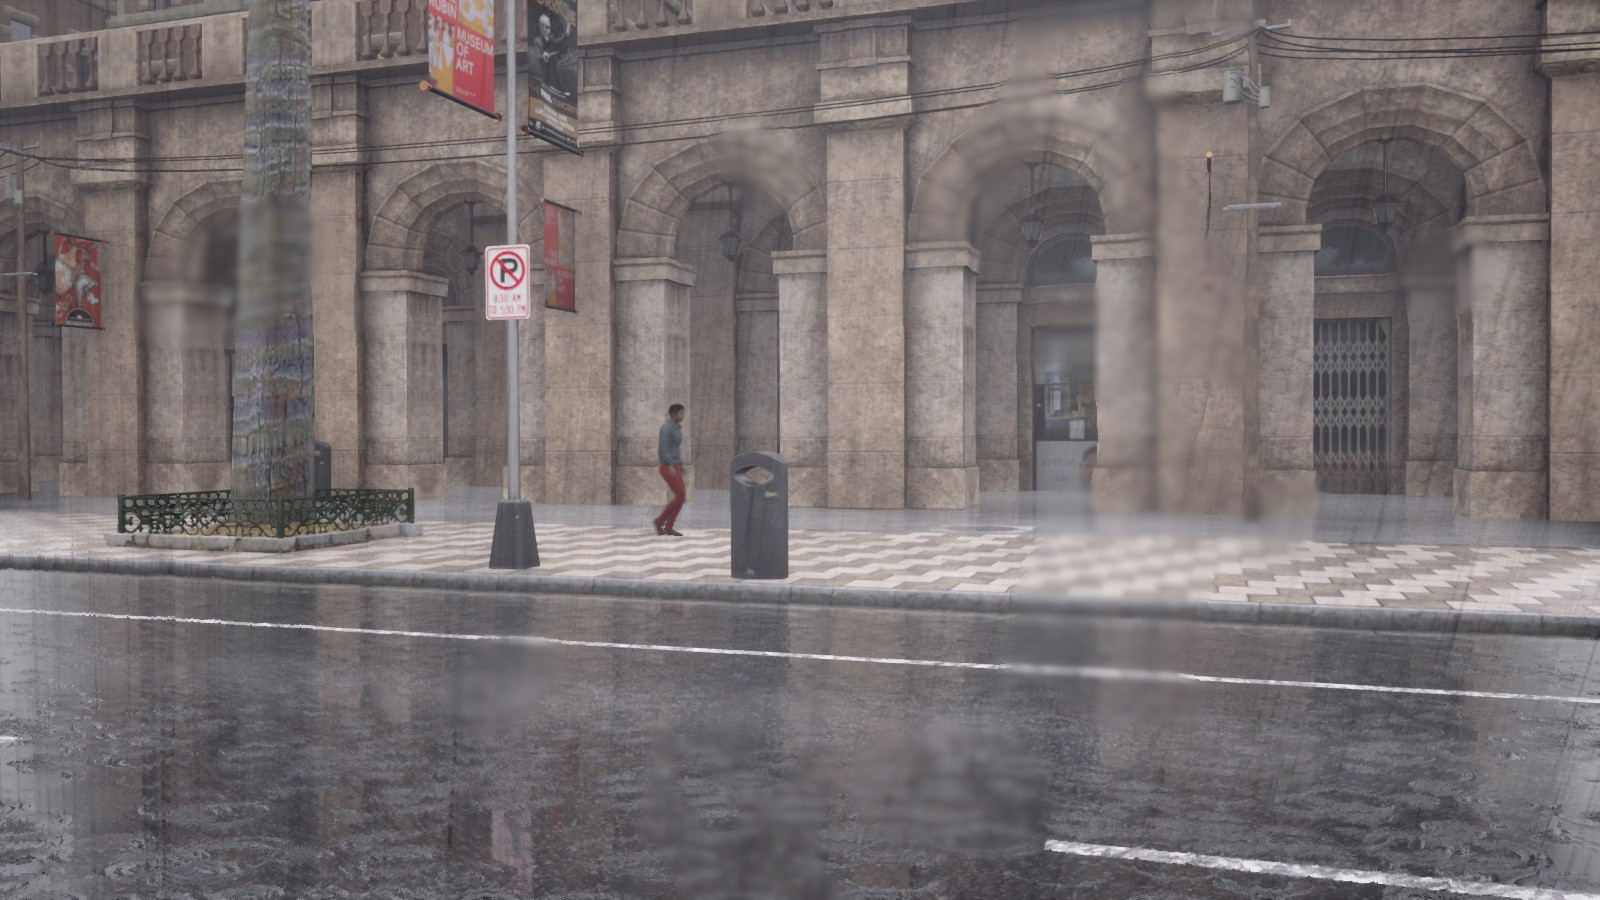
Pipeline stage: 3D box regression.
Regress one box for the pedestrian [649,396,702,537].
[{"bbox_3d":[-1.655,0.209,16.720,0.614,1.847,0.353,1,1,18],"label":"pedestrian"}]
